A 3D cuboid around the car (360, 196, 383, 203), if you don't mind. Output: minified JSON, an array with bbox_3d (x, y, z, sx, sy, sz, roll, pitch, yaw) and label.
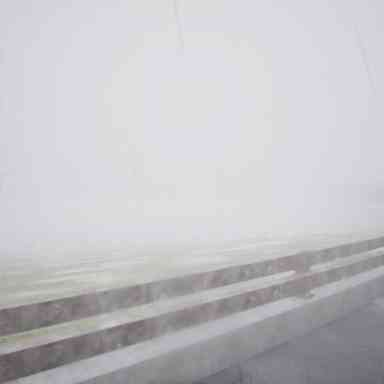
[{"bbox_3d":[43.158,1.825,80.012,2.097,1.767,4.553,0,-1,-1],"label":"car"}]
